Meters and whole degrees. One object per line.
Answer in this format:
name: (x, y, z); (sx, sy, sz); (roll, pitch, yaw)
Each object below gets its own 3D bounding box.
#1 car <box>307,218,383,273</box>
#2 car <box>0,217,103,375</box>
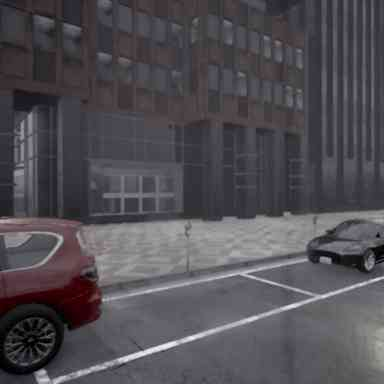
car: (5.516, 1.532, 10.576); (4.313, 1.339, 1.947); (0, 0, -35)
car: (-3.621, 1.318, 4.064); (5.009, 1.841, 2.192); (0, 0, -35)
